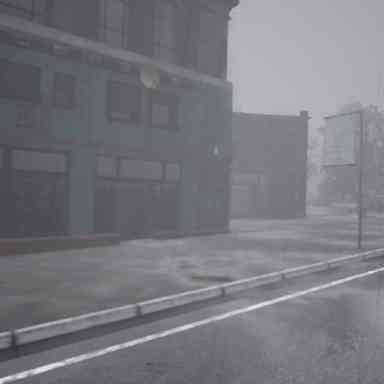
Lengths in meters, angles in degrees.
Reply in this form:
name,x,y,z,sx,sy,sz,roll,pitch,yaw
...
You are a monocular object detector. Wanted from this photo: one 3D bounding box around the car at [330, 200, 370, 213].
name,x,y,z,sx,sy,sz,roll,pitch,yaw
car,16.587,1.490,34.988,1.895,1.301,4.718,2,0,-5
